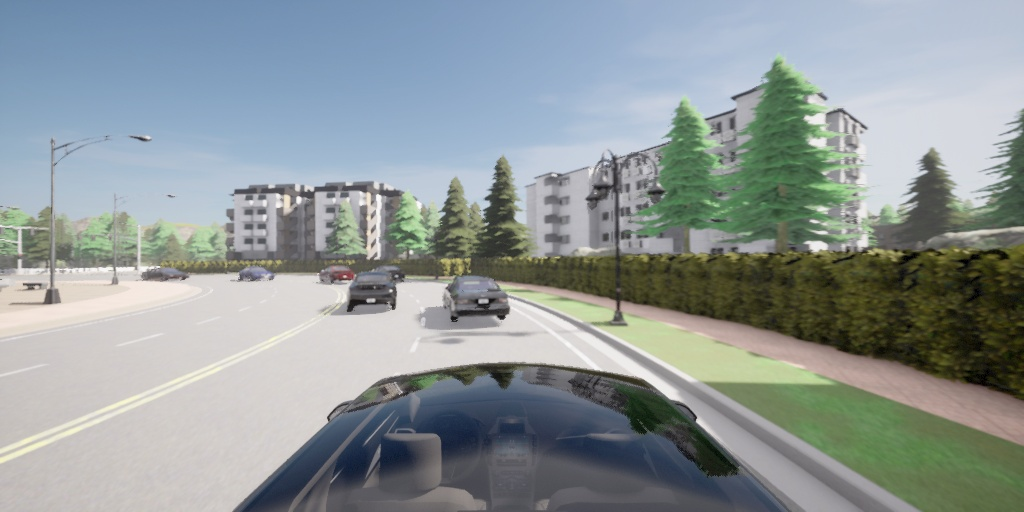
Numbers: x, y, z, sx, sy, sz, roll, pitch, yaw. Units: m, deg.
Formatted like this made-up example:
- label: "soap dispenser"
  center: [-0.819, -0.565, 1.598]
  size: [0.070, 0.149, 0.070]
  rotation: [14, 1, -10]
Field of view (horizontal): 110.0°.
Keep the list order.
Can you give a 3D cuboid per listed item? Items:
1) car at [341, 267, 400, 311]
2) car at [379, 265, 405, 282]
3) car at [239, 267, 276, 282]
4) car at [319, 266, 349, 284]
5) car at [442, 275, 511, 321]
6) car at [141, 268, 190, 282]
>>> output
- label: "car"
  center: [-5.990, 1.425, 15.672]
  size: [1.837, 1.490, 4.892]
  rotation: [0, 0, -18]
- label: "car"
  center: [-11.357, 1.584, 32.452]
  size: [1.882, 1.535, 5.008]
  rotation: [0, -1, -38]
- label: "car"
  center: [-25.734, 1.789, 36.057]
  size: [4.674, 1.442, 1.812]
  rotation: [-1, -1, 34]
- label: "car"
  center: [-15.846, 1.623, 32.325]
  size: [1.882, 1.535, 5.008]
  rotation: [0, -1, -42]
- label: "car"
  center: [-1.460, 1.405, 13.012]
  size: [2.033, 1.411, 5.357]
  rotation: [0, -1, -14]
- label: "car"
  center: [-36.601, 1.922, 37.815]
  size: [5.357, 1.411, 2.033]
  rotation: [-1, -1, 20]
